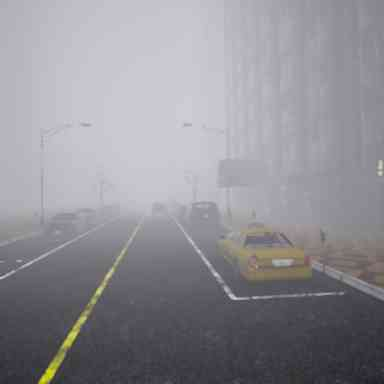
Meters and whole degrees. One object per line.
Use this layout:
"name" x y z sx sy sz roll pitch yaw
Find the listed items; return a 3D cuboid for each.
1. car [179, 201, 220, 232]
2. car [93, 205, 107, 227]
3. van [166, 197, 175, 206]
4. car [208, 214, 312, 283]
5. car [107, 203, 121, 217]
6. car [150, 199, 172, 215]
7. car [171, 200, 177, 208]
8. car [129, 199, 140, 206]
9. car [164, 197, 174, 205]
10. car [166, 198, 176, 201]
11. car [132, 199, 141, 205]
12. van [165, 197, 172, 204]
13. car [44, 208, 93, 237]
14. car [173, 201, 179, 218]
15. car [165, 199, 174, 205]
"car" 0.585 1.496 21.628 2.192 1.841 5.009 -1 -1 -6
"car" -8.324 1.956 26.329 2.008 1.369 4.403 -1 -1 -6
"van" -4.653 2.078 72.126 1.690 1.788 3.998 -1 -1 -6
"car" 1.783 1.572 9.737 1.752 1.417 4.829 -1 -1 -6
"car" -9.488 2.112 37.553 1.802 1.307 4.206 -1 -1 -6
"car" -3.873 1.925 39.465 2.128 1.511 4.902 -1 0 -6
"car" -1.158 1.950 38.457 1.802 1.307 4.206 -1 -1 -6
"car" -13.564 2.399 76.842 1.967 1.590 4.097 -1 -1 -6
"car" -5.817 2.172 83.348 2.192 1.841 5.009 -1 -1 -6
"car" -2.904 2.098 55.291 1.887 1.381 4.507 -1 -1 -6
"car" -14.728 2.629 88.065 2.008 1.369 4.403 -1 -1 -6
"van" -6.399 2.258 88.960 1.690 1.788 3.998 -1 -1 -6
"car" -7.741 1.908 20.717 1.947 1.339 4.313 -1 -1 -6
"car" -0.576 1.851 32.847 1.887 1.381 4.507 -1 -1 -6
"car" -5.233 2.348 77.735 2.008 1.369 4.403 -1 -1 -6
